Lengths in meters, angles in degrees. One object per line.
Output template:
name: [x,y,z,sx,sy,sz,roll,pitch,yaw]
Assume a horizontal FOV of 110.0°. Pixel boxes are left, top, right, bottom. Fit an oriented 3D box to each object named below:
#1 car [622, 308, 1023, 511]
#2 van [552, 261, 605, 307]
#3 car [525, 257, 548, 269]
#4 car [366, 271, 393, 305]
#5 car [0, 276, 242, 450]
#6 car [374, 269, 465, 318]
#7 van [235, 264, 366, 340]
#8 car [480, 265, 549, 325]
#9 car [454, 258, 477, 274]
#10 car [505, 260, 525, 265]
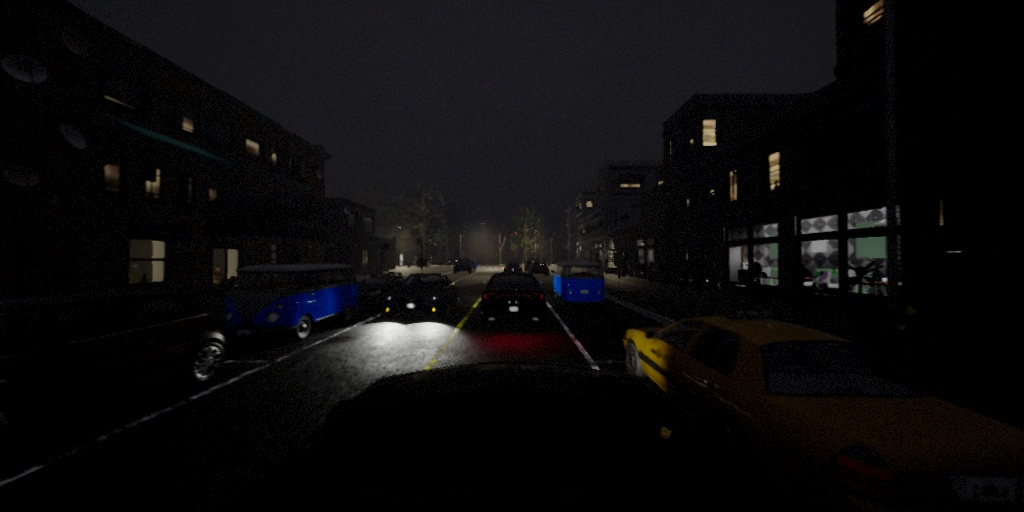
car: [2.692,1.279,4.323,1.751,1.417,4.829,0,0,0]
van: [2.698,1.109,15.241,1.690,1.789,3.998,0,0,0]
car: [2.710,1.231,37.413,1.967,1.591,4.097,0,0,0]
car: [-5.683,1.318,15.232,2.007,1.370,4.403,0,0,0]
car: [-5.689,1.192,4.146,1.967,1.591,4.097,0,0,0]
car: [-3.091,1.329,12.920,1.994,1.385,4.181,0,0,0]
van: [-5.686,1.101,9.688,1.690,1.789,3.998,0,0,0]
car: [0.033,1.241,11.885,1.882,1.535,5.008,0,0,0]
car: [-5.668,1.109,42.948,2.192,1.841,5.009,0,0,0]
car: [0.120,1.356,39.428,1.994,1.385,4.181,0,0,0]
